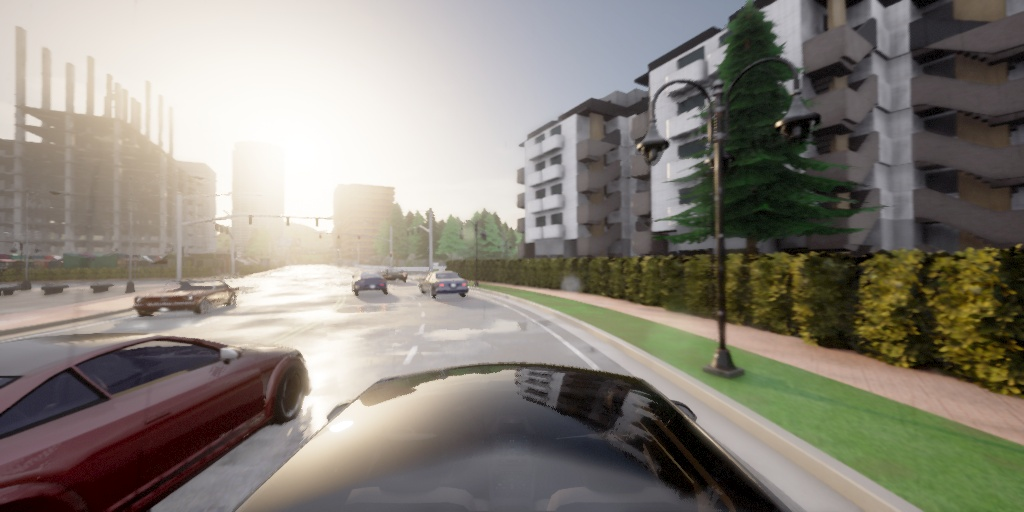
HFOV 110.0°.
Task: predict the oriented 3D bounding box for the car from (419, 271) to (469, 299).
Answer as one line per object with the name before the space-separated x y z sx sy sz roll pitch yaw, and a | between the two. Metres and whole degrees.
car | -3.982 1.559 20.426 2.033 1.411 5.357 0 -1 -24

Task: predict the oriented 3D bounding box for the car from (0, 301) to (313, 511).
car | -3.673 1.369 3.183 1.994 1.385 4.181 -1 -1 -2

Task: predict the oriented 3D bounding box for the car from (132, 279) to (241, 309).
car | -13.170 1.640 14.862 1.895 1.301 4.718 0 -1 -20

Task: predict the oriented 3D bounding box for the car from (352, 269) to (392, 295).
car | -9.000 1.614 22.594 1.812 1.442 4.674 0 -1 -26

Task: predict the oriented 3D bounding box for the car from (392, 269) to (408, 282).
car | -11.324 1.847 34.032 1.895 1.301 4.718 0 -1 -29
